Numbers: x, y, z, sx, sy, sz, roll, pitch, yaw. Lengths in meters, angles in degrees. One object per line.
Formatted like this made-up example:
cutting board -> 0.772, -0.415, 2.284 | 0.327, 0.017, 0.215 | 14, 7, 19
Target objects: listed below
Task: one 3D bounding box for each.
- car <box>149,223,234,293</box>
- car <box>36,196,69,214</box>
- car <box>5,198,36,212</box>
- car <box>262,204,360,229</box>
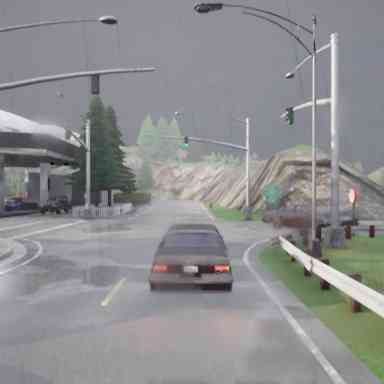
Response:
car -> 0.023, 1.551, 8.985 | 2.033, 1.411, 5.357 | 0, 0, 1
car -> -14.582, 1.327, 35.565 | 1.905, 1.878, 3.866 | 0, 0, -1
car -> -20.296, 1.495, 39.834 | 2.242, 1.667, 4.611 | 0, 0, -1
car -> 6.091, 1.368, 17.774 | 2.033, 1.411, 5.357 | 0, 0, -30
